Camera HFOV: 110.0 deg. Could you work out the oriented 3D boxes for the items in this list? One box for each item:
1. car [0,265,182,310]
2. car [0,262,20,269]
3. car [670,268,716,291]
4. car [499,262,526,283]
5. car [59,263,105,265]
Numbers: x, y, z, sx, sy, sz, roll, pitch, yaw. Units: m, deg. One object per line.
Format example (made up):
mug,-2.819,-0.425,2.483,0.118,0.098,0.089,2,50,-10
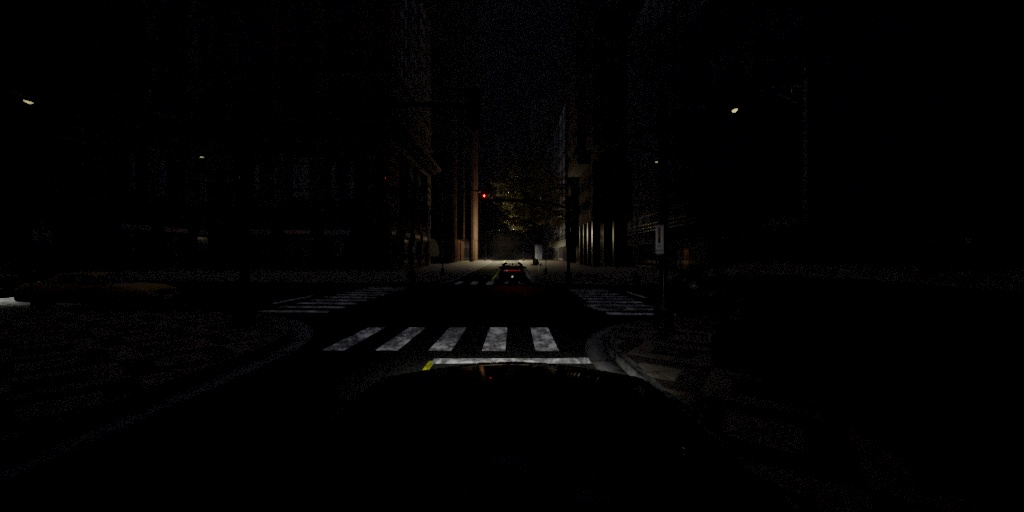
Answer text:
car,-14.972,1.145,13.115,4.829,1.417,1.751,0,0,0
car,-24.300,1.070,15.801,5.357,1.411,2.033,1,0,0
car,11.864,1.380,21.569,4.403,1.370,2.007,0,0,0
car,0.023,1.203,27.056,2.128,1.511,4.902,0,0,0
car,-26.370,1.063,21.671,4.313,1.339,1.948,0,0,0
